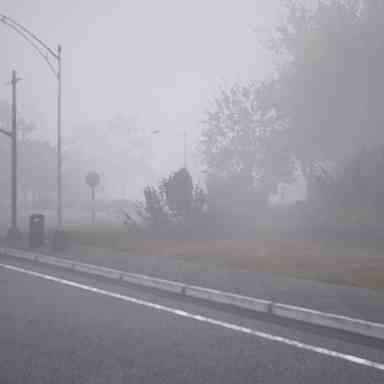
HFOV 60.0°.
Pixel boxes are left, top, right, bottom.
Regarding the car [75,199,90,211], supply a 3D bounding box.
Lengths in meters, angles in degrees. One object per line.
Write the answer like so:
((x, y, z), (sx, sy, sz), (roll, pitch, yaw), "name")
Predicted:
((-11.466, 1.441, 39.094), (2.128, 1.511, 4.902), (0, 0, 32), "car")

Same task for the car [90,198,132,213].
((-8.579, 1.460, 37.113), (1.837, 1.490, 4.892), (0, 0, 32), "car")
